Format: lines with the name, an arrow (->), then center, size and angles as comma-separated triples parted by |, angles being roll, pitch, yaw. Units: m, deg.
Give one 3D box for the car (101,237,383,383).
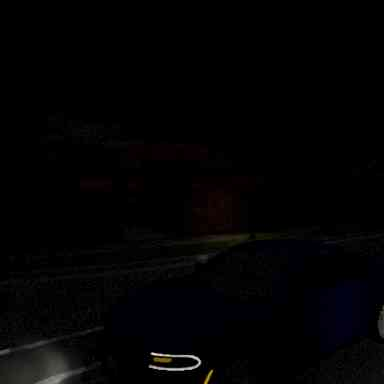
car -> 1.204, 1.493, 4.879 | 5.008, 1.535, 1.882 | 0, 0, -36
